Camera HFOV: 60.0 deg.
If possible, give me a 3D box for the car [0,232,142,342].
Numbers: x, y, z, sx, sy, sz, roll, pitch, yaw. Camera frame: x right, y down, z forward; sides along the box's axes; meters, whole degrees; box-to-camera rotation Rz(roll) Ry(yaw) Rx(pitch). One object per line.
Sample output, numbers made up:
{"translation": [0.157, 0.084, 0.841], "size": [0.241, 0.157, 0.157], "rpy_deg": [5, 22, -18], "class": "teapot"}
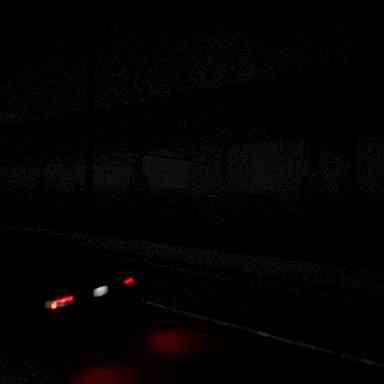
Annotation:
{"translation": [-3.412, 1.516, 6.423], "size": [5.357, 1.411, 2.033], "rpy_deg": [0, 0, 35], "class": "car"}
